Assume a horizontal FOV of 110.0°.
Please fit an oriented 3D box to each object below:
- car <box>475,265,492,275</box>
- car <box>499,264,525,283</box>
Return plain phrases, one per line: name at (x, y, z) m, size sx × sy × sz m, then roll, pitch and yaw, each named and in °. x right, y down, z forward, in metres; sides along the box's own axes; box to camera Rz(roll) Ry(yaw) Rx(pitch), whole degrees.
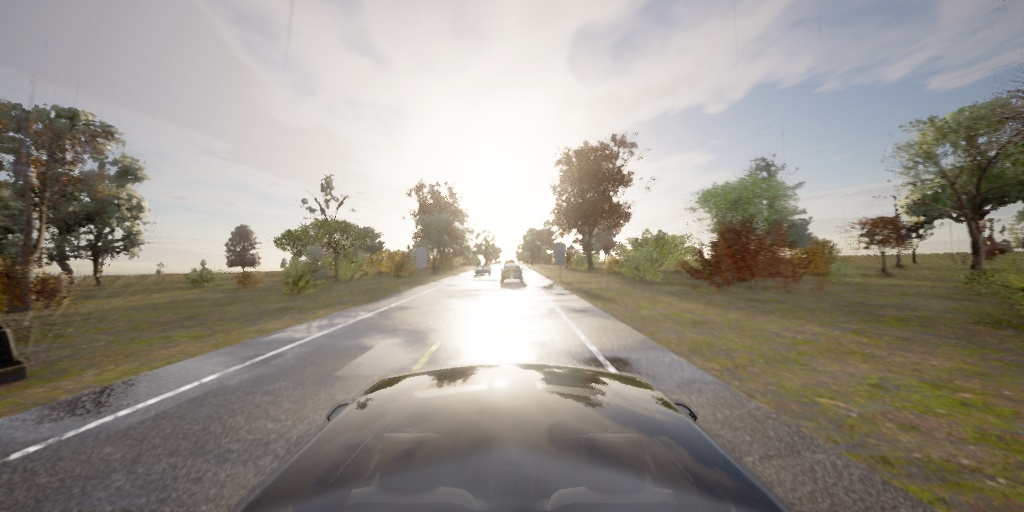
car at (-3.523, 1.723, 44.390) m, size 1.895 × 1.301 × 4.718 m, roll -1°, pitch 0°, yaw 0°
car at (-0.006, 1.404, 29.946) m, size 1.837 × 1.490 × 4.892 m, roll -1°, pitch 0°, yaw 1°
